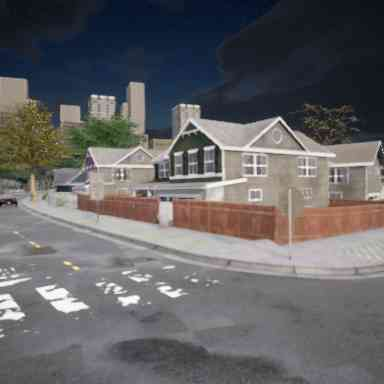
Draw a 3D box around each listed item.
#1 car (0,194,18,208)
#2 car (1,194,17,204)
[{"bbox_3d":[-22.269,1.050,40.392,1.882,1.535,5.008,-1,1,-30],"label":"car"},{"bbox_3d":[-28.339,1.020,51.588,1.994,1.385,4.181,-1,1,-27],"label":"car"}]
